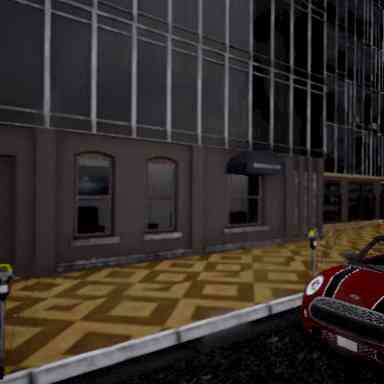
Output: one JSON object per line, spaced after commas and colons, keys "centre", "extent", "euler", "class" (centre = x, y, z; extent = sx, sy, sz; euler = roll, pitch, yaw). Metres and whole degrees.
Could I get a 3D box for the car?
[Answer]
{"centre": [3.639, 1.437, 5.447], "extent": [4.097, 1.590, 1.967], "euler": [0, 1, -35], "class": "car"}
